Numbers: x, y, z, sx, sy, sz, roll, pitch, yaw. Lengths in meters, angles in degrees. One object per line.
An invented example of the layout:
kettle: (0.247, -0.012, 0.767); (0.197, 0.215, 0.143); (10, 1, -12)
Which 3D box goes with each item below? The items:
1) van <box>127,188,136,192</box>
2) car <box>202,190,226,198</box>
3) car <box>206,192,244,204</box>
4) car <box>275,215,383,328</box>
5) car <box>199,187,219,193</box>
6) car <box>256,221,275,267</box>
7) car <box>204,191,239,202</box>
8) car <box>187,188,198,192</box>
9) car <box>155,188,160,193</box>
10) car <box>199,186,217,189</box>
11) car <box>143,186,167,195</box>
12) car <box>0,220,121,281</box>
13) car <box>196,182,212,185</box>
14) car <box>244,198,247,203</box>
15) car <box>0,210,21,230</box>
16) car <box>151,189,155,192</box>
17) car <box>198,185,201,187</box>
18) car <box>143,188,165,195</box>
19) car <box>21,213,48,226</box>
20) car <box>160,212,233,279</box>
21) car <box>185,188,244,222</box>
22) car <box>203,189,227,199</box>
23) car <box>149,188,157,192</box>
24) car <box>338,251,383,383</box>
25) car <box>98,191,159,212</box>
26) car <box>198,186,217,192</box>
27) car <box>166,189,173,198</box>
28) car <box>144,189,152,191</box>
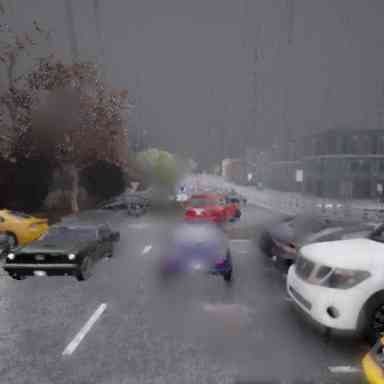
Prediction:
van: (-8.675, 0.536, 40.835); (4.442, 1.987, 1.878); (1, 0, 0)
car: (4.329, 0.381, 65.987); (4.792, 1.488, 2.163); (0, 2, 0)
car: (4.251, 0.774, 43.693); (4.792, 1.488, 2.163); (0, 0, 0)
car: (4.512, 1.238, 5.546); (5.566, 2.045, 2.435); (0, 0, 0)
car: (4.346, -0.440, 85.479); (4.792, 1.488, 2.163); (0, 3, 0)
car: (4.570, 1.528, 11.098); (4.792, 1.488, 2.163); (0, 0, 0)
car: (4.291, 0.704, 49.258); (5.008, 1.535, 2.097); (0, 1, 0)
car: (-0.237, 0.285, 69.661); (2.033, 1.411, 5.357); (0, 2, 0)
car: (-8.780, 0.512, 60.240); (5.008, 1.535, 2.097); (0, 1, 0)
car: (4.259, 0.419, 52.048); (5.566, 2.045, 2.435); (0, 1, 0)
car: (-8.796, -0.438, 79.737); (5.566, 2.045, 2.435); (0, 3, 0)
car: (-3.554, 1.617, 10.032); (1.895, 1.301, 4.718); (0, 0, 1)
car: (4.293, -1.025, 91.024); (5.566, 2.045, 2.435); (0, 3, 0)
car: (4.308, 0.790, 40.909); (4.792, 1.488, 2.163); (0, 0, 0)
car: (-8.570, 1.372, 10.975); (4.553, 1.767, 2.185); (0, 0, 0)
car: (-8.977, 0.667, 51.999); (5.366, 1.575, 1.946); (0, 1, 0)
car: (4.320, -0.328, 82.694); (5.008, 1.535, 2.097); (0, 3, 0)
car: (-8.776, -0.061, 76.963); (5.008, 1.535, 2.097); (0, 2, 0)
car: (-8.534, 1.502, 13.746); (5.008, 1.535, 2.097); (0, 0, 0)
car: (0.110, 1.542, 9.950); (1.812, 1.442, 4.674); (0, 0, 0)
car: (1.405, 1.099, 21.292); (2.150, 2.045, 5.566); (1, 4, 22)
car: (4.329, 0.309, 63.196); (4.553, 1.767, 2.185); (0, 2, 0)
car: (-8.975, 0.625, 54.794); (5.366, 1.575, 1.946); (0, 1, 0)
car: (4.355, 1.482, 2.770); (5.366, 1.575, 1.946); (0, 0, 0)
car: (-6.261, 1.014, 32.300); (5.357, 1.411, 2.033); (-2, 4, -39)
car: (4.329, -0.929, 93.817); (5.008, 1.535, 2.097); (0, 3, 0)
car: (-3.740, 0.025, 68.018); (2.150, 2.045, 5.566); (0, 2, 0)
car: (-8.823, 0.733, 49.208); (4.792, 1.488, 2.163); (0, 0, 0)
